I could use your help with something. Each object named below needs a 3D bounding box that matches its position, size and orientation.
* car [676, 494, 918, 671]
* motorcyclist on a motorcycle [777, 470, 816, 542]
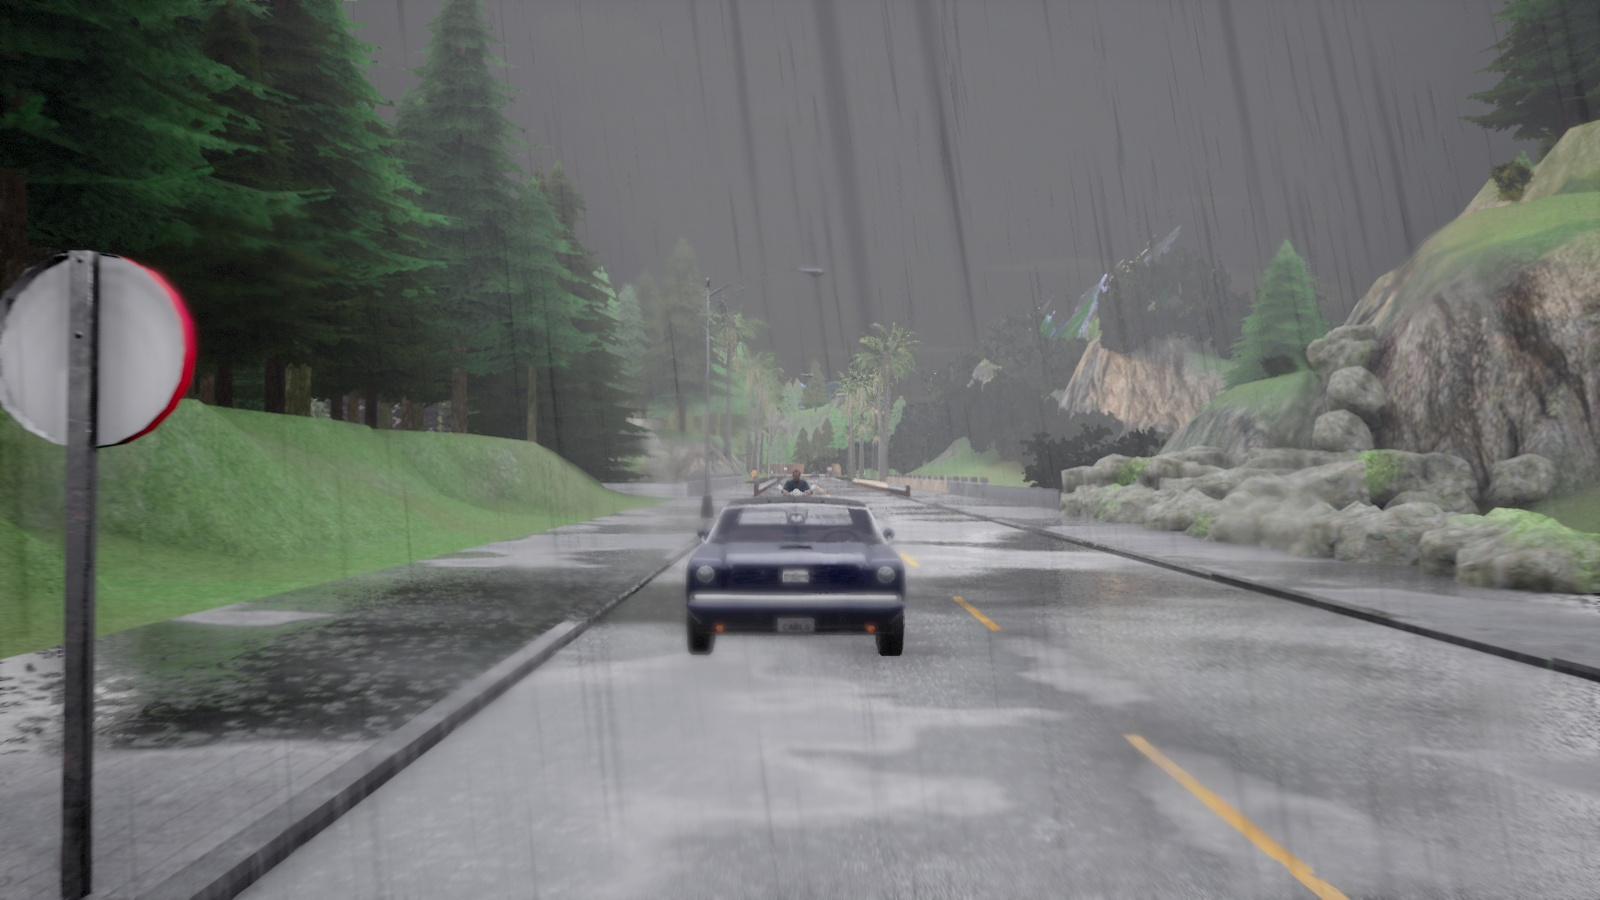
[{"bbox_3d":[-0.031,1.124,12.237,1.895,1.301,4.718,0,-1,0],"label":"car"},{"bbox_3d":[-0.074,1.262,28.975,0.866,1.590,1.817,0,-1,0],"label":"motorcyclist on a motorcycle"}]
